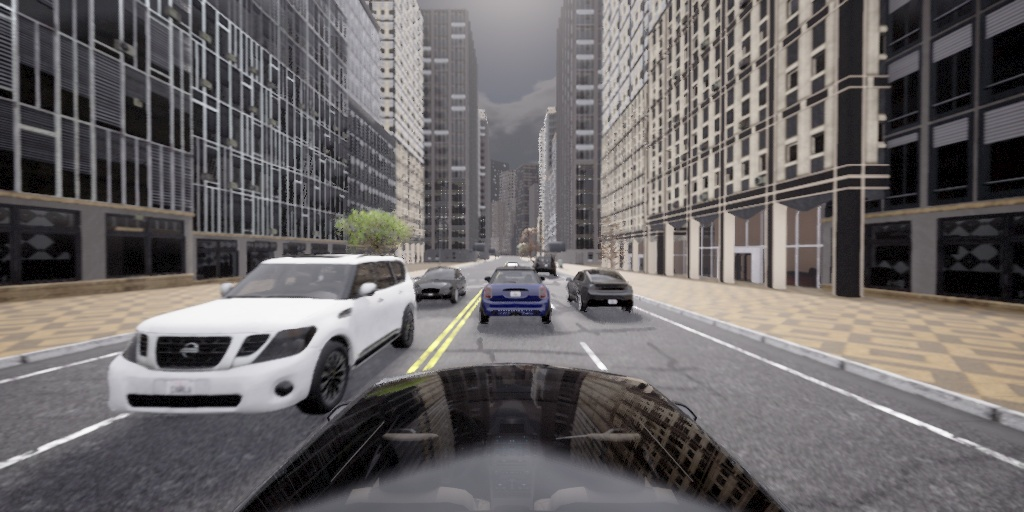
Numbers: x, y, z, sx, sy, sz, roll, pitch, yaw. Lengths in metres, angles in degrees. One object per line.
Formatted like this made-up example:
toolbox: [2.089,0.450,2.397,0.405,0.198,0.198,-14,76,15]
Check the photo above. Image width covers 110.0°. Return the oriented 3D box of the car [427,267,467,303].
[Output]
car: [-3.255,1.285,16.756,1.837,1.490,4.892,0,0,0]

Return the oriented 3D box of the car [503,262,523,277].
car: [0.078,1.382,38.193,1.994,1.385,4.181,0,0,0]

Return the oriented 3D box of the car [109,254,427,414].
car: [-3.329,0.981,6.383,2.150,2.045,5.566,0,0,0]

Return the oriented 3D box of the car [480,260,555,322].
car: [0.100,1.123,12.445,2.097,1.767,4.553,0,0,0]

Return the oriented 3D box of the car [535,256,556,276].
car: [3.336,1.040,37.602,2.150,2.045,5.566,0,0,0]

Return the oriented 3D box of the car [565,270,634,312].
car: [3.351,1.281,14.381,1.837,1.490,4.892,0,0,0]
